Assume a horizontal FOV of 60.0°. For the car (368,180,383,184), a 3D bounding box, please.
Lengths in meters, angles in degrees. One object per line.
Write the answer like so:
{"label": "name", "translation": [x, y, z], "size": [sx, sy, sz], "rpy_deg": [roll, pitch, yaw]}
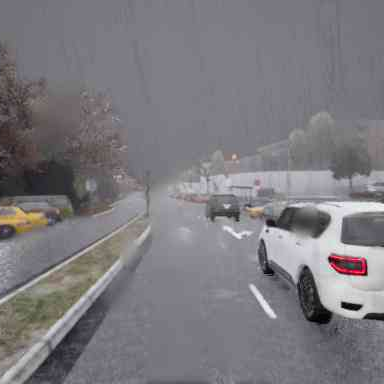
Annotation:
{"label": "car", "translation": [25.056, -0.429, 42.325], "size": [2.435, 2.045, 5.566], "rpy_deg": [-7, 4, -28]}

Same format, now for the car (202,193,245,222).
{"label": "car", "translation": [2.329, 1.188, 26.254], "size": [2.150, 2.045, 5.566], "rpy_deg": [0, 0, -3]}

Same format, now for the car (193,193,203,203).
{"label": "car", "translation": [3.318, 1.467, 68.020], "size": [4.553, 1.767, 2.185], "rpy_deg": [0, 0, -28]}

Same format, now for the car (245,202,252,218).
{"label": "car", "translation": [6.806, 1.434, 27.273], "size": [5.366, 1.575, 1.946], "rpy_deg": [1, 0, -23]}

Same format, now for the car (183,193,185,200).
{"label": "car", "translation": [1.321, 1.550, 83.006], "size": [5.366, 1.575, 1.946], "rpy_deg": [0, 0, -29]}

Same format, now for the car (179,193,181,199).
{"label": "car", "translation": [-0.208, 1.533, 91.813], "size": [4.892, 1.521, 2.231], "rpy_deg": [0, 0, -29]}

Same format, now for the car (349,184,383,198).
{"label": "car", "translation": [22.091, 0.149, 41.924], "size": [2.002, 1.452, 4.674], "rpy_deg": [-7, 4, -28]}

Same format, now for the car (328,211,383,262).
{"label": "car", "translation": [7.597, 1.500, 12.256], "size": [4.674, 1.452, 2.002], "rpy_deg": [1, 0, -22]}

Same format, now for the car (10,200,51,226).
{"label": "car", "translation": [-11.113, 1.491, 18.848], "size": [5.366, 1.575, 1.946], "rpy_deg": [-1, 0, -22]}

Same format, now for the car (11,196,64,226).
{"label": "car", "translation": [-11.045, 1.362, 21.888], "size": [4.553, 1.767, 2.185], "rpy_deg": [-1, 0, -22]}

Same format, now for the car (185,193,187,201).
{"label": "car", "translation": [2.086, 1.316, 76.988], "size": [5.566, 2.045, 2.435], "rpy_deg": [0, 0, -29]}

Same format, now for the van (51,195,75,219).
{"label": "van", "translation": [-11.123, 1.259, 24.881], "size": [4.442, 1.987, 1.878], "rpy_deg": [-1, 0, -23]}

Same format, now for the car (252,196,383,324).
{"label": "car", "translation": [3.010, 1.210, 7.282], "size": [2.150, 2.045, 5.566], "rpy_deg": [0, 0, -1]}

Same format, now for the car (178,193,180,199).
{"label": "car", "translation": [-0.644, 1.402, 94.792], "size": [4.553, 1.767, 2.185], "rpy_deg": [1, 0, -29]}

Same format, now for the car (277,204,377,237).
{"label": "car", "translation": [7.409, 1.453, 18.296], "size": [4.892, 1.521, 2.231], "rpy_deg": [1, 0, -22]}

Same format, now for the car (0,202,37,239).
{"label": "car", "translation": [-10.656, 1.487, 16.033], "size": [5.366, 1.575, 1.946], "rpy_deg": [-1, 0, -22]}

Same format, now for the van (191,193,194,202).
{"label": "van", "translation": [2.835, 1.358, 70.959], "size": [4.442, 1.987, 1.878], "rpy_deg": [0, 0, -28]}

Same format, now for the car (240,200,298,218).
{"label": "car", "translation": [6.983, 1.470, 30.329], "size": [4.792, 1.488, 2.163], "rpy_deg": [1, 0, -24]}

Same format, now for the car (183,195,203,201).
{"label": "car", "translation": [0.267, 1.566, 88.867], "size": [4.792, 1.488, 2.163], "rpy_deg": [0, 0, -29]}

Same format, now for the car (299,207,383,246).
{"label": "car", "translation": [7.502, 1.496, 15.279], "size": [4.674, 1.452, 2.002], "rpy_deg": [1, 0, -22]}

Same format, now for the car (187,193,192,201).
{"label": "car", "translation": [2.481, 1.324, 73.977], "size": [5.566, 2.045, 2.435], "rpy_deg": [1, 0, -28]}

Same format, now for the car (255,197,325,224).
{"label": "car", "translation": [7.168, 1.318, 24.342], "size": [4.553, 1.767, 2.185], "rpy_deg": [1, 0, -23]}

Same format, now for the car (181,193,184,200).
{"label": "car", "translation": [0.728, 1.293, 85.899], "size": [5.566, 2.045, 2.435], "rpy_deg": [0, 0, -29]}
